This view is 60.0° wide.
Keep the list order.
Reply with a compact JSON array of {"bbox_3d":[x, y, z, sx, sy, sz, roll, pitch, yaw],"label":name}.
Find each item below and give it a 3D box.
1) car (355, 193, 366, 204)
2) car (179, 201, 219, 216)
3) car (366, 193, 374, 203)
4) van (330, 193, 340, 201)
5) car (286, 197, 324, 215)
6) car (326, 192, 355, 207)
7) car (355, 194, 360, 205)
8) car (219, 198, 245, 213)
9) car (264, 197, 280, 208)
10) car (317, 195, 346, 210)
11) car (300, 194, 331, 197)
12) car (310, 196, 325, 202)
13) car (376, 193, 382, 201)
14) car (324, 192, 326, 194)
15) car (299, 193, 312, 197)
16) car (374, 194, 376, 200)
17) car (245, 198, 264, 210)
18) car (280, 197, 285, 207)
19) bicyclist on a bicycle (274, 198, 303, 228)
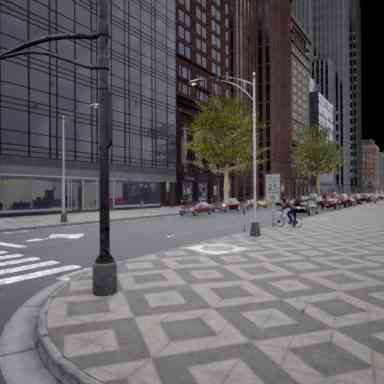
[{"bbox_3d":[26.684,1.118,54.733,2.192,1.841,5.009,0,0,35],"label":"car"},{"bbox_3d":[0.489,1.524,31.694,1.802,1.307,4.206,0,0,35],"label":"car"},{"bbox_3d":[33.077,1.100,64.024,2.192,1.841,5.009,0,0,35],"label":"car"},{"bbox_3d":[35.647,1.186,82.803,1.690,1.788,3.998,-1,0,35],"label":"van"},{"bbox_3d":[10.706,1.424,31.504,1.947,1.339,4.313,0,0,35],"label":"car"},{"bbox_3d":[20.293,1.137,45.442,2.192,1.841,5.009,0,0,35],"label":"car"},{"bbox_3d":[23.490,1.378,50.086,1.947,1.339,4.313,0,0,35],"label":"car"},{"bbox_3d":[3.684,1.367,36.340,1.967,1.590,4.097,0,0,35],"label":"car"},{"bbox_3d":[9.981,1.426,45.492,1.752,1.417,4.829,0,0,35],"label":"car"},{"bbox_3d":[17.097,1.377,40.796,1.887,1.381,4.507,0,0,35],"label":"car"},{"bbox_3d":[16.527,1.340,44.502,2.128,1.511,4.902,-1,0,35],"label":"car"},{"bbox_3d":[26.061,1.419,68.864,1.947,1.339,4.313,0,0,35],"label":"car"},{"bbox_3d":[42.665,1.359,77.959,1.802,1.307,4.206,-1,0,35],"label":"car"},{"bbox_3d":[22.214,1.052,52.768,2.150,2.045,5.566,-1,0,35],"label":"car"},{"bbox_3d":[19.667,1.416,59.571,1.887,1.381,4.507,0,0,35],"label":"car"},{"bbox_3d":[36.370,1.303,68.809,1.752,1.417,4.829,-1,0,35],"label":"car"},{"bbox_3d":[6.882,1.495,40.986,1.802,1.307,4.206,0,0,35],"label":"car"},{"bbox_3d":[13.274,1.456,50.279,1.947,1.339,4.313,0,0,35],"label":"car"},{"bbox_3d":[5.277,1.177,18.388,1.656,1.620,0.582,-1,0,35],"label":"bicyclist on a bicycle"}]
